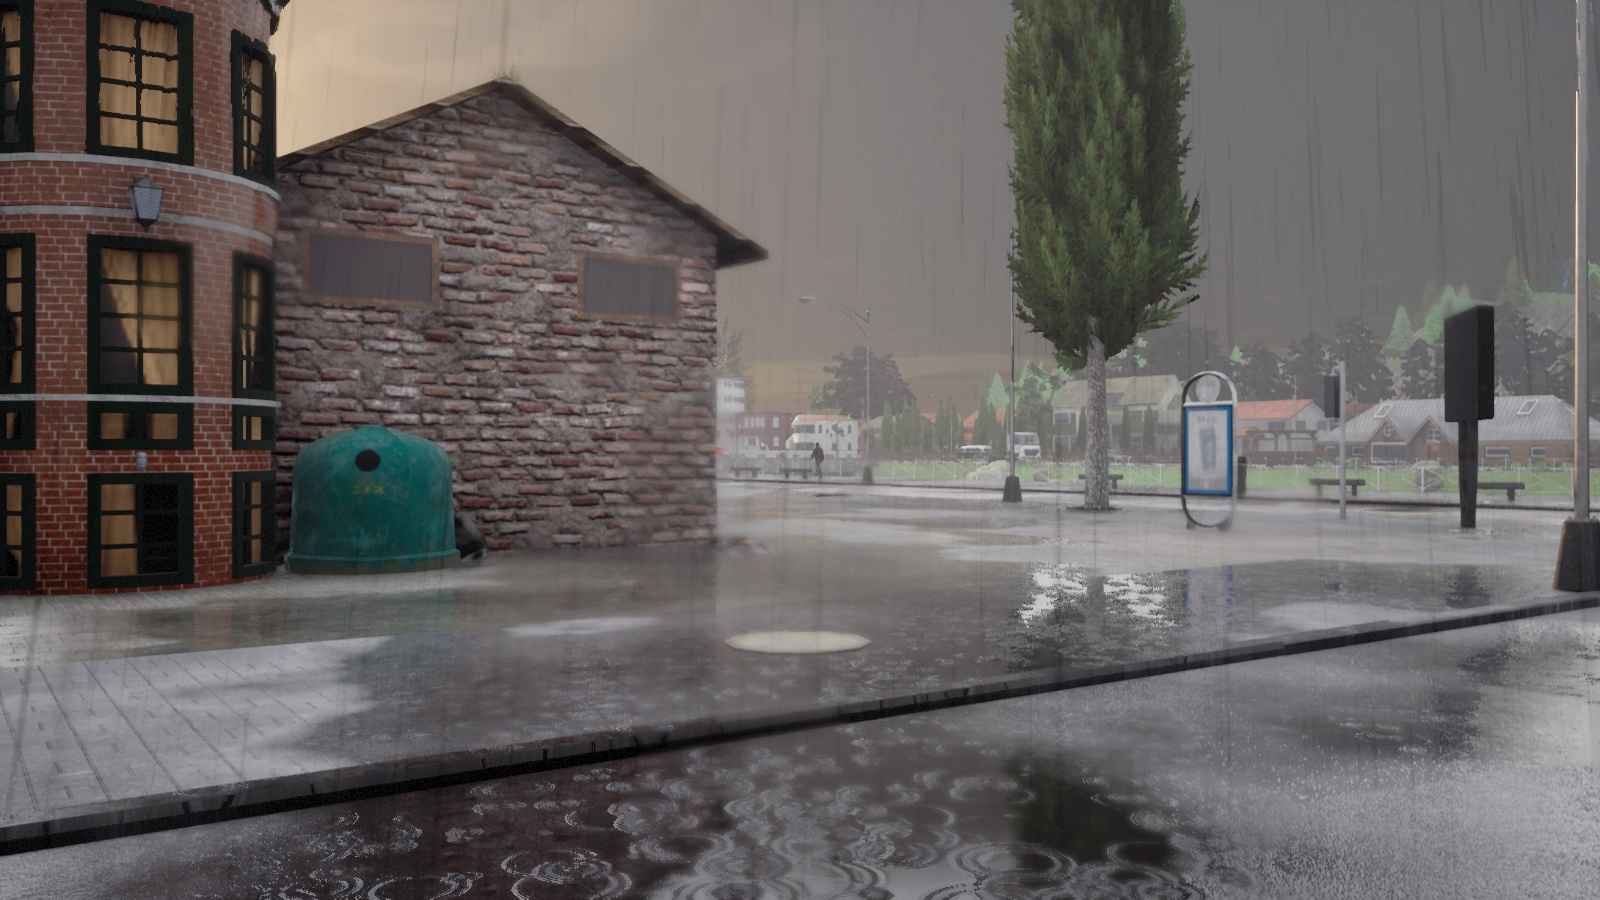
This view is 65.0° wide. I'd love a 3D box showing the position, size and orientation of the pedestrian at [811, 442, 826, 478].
[{"bbox_3d":[0.914,0.503,63.120,0.431,1.840,0.703,0,0,-30],"label":"pedestrian"}]
